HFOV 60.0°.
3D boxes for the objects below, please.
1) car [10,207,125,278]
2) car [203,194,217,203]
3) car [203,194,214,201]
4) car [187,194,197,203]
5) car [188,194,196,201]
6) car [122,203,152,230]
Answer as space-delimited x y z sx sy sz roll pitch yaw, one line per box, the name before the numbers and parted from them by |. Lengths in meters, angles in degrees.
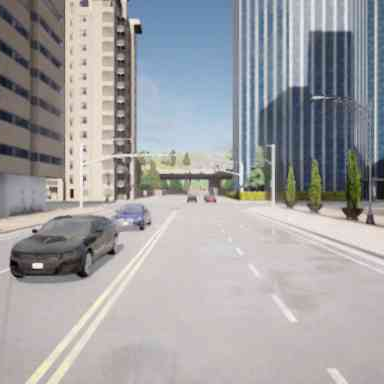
car | -3.594 1.432 10.240 1.882 1.535 5.008 0 0 0
car | 3.513 1.293 61.136 1.994 1.385 4.181 0 0 0
car | 3.515 1.098 71.152 1.994 1.385 4.181 0 0 0
car | 0.013 1.236 60.720 1.837 1.490 4.892 0 0 0
car | 0.015 1.070 71.152 1.812 1.442 4.674 0 0 0
car | -3.571 1.435 20.301 1.812 1.442 4.674 0 0 1
